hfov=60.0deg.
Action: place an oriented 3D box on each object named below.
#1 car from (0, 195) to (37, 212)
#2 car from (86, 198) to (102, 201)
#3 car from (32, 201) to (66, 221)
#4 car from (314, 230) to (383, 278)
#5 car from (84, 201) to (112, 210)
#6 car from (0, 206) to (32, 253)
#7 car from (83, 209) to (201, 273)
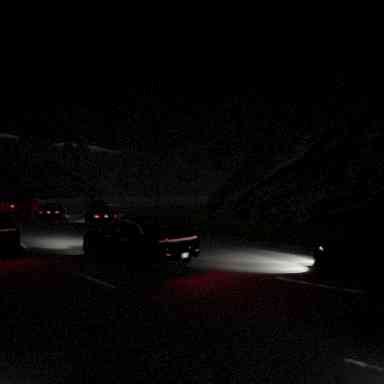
[{"bbox_3d":[-16.308,1.348,31.859,2.150,2.045,5.566,0,0,-12],"label":"car"},{"bbox_3d":[-17.504,1.824,59.983,1.994,1.385,4.181,0,0,26],"label":"car"},{"bbox_3d":[-12.066,1.667,28.817,2.033,1.411,5.357,0,0,-16],"label":"car"},{"bbox_3d":[5.526,1.618,8.910,4.181,1.385,1.994,0,0,37],"label":"car"},{"bbox_3d":[-6.653,1.654,24.145,2.033,1.411,5.357,0,0,-24],"label":"car"},{"bbox_3d":[-8.105,1.542,13.162,2.128,1.511,4.902,0,0,-37],"label":"car"},{"bbox_3d":[-1.854,1.543,10.983,2.128,1.511,4.902,0,0,-44],"label":"car"}]
